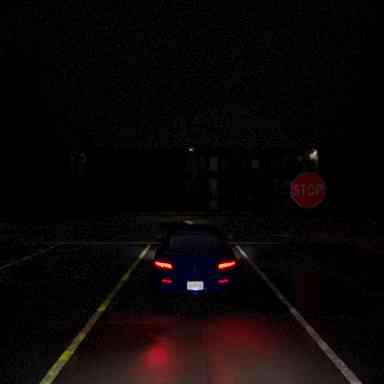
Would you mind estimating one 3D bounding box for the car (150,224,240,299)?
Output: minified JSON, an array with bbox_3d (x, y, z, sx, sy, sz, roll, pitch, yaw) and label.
[{"bbox_3d":[0.066,1.521,8.298,1.812,1.442,4.674,0,0,0],"label":"car"}]
